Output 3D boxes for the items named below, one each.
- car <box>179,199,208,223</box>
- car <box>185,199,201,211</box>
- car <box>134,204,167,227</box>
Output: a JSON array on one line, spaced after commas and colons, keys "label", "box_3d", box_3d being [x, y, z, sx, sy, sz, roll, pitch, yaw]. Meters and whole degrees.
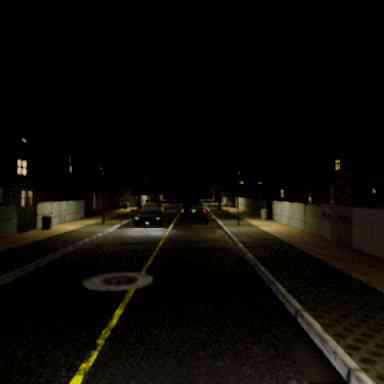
[{"label": "car", "box_3d": [0.108, 1.386, 25.644, 2.097, 1.767, 4.553, 0, 0, 0]}, {"label": "car", "box_3d": [0.114, 1.629, 42.971, 1.994, 1.385, 4.181, 0, 0, 0]}, {"label": "car", "box_3d": [-2.787, 1.579, 23.593, 2.033, 1.411, 5.357, 0, 0, 1]}]
